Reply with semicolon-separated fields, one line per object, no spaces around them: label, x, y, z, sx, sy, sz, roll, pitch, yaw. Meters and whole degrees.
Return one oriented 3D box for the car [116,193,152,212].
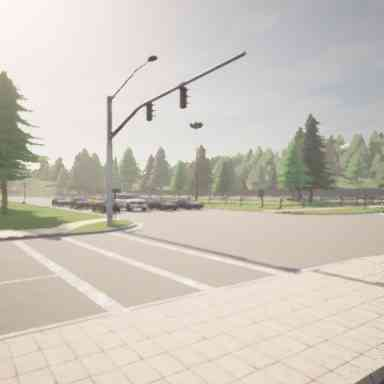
car;-7.211;1.186;39.155;2.150;2.045;5.566;0;0;-34

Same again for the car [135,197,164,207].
car;-6.503;1.498;50.344;2.033;1.411;5.357;0;0;-35

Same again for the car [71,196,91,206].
car;-18.465;1.441;55.260;1.882;1.535;5.008;0;0;-34

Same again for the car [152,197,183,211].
car;-3.651;1.506;40.167;2.033;1.411;5.357;0;0;-35

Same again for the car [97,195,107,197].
car;-12.812;1.442;47.139;1.882;1.535;5.008;0;0;-35

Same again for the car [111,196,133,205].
car;-12.449;1.497;58.923;2.033;1.411;5.357;0;0;-34

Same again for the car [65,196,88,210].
car;-14.747;1.476;43.799;1.837;1.490;4.892;0;0;-35

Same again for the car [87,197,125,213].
car;-9.401;1.573;36.169;1.895;1.301;4.718;0;0;-35

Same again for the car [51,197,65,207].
car;-20.603;1.517;52.189;2.033;1.411;5.357;0;0;-36

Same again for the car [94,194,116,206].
car;-14.713;1.308;56.010;2.097;1.767;4.553;0;0;-35

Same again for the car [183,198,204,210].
car;-0.721;1.499;42.093;2.033;1.411;5.357;0;0;-35
